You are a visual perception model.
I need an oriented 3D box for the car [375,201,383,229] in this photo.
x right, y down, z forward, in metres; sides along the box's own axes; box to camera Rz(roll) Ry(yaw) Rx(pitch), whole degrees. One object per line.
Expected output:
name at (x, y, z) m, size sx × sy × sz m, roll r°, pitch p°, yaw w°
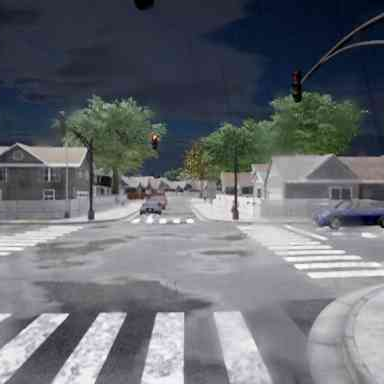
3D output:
car at (12.468, 1.385, 16.968) m, size 5.008 × 1.535 × 1.882 m, roll 0°, pitch 0°, yaw -1°

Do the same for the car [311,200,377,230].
car at (9.631, 1.286, 20.149) m, size 4.553 × 1.767 × 2.097 m, roll 0°, pitch 0°, yaw -1°

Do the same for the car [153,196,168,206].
car at (-4.847, 1.384, 52.356) m, size 2.128 × 1.511 × 4.902 m, roll 0°, pitch 0°, yaw -3°

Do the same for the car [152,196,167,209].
car at (-4.334, 1.272, 41.282) m, size 2.097 × 1.767 × 4.553 m, roll 0°, pitch 0°, yaw -2°

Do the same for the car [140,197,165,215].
car at (-3.913, 1.503, 32.335) m, size 1.994 × 1.385 × 4.181 m, roll 0°, pitch 0°, yaw -3°
